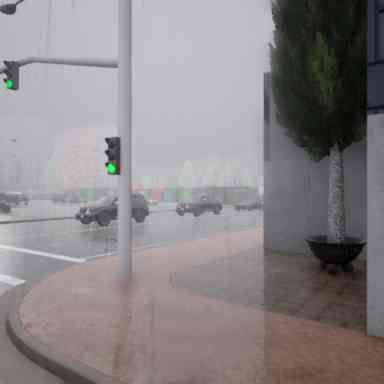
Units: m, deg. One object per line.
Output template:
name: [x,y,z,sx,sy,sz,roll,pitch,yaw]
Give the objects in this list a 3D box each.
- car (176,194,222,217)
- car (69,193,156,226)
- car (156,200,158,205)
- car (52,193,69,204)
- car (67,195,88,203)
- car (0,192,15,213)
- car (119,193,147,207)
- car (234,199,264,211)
car: [0.798,1.218,32.111,2.150,2.045,5.566,0,0,37]
car: [-5.471,1.218,23.707,2.150,2.045,5.566,0,0,36]
car: [-7.135,1.388,52.039,3.806,1.475,1.970,0,0,35]
car: [-23.120,1.142,59.806,4.605,1.855,1.932,0,0,35]
car: [-21.392,1.352,62.131,3.905,1.438,1.784,0,0,35]
car: [-20.145,1.148,33.658,3.866,1.878,1.905,0,0,35]
car: [-8.820,1.148,49.684,3.866,1.878,1.905,0,0,35]
car: [7.197,1.544,40.625,2.033,1.411,5.357,0,0,37]
